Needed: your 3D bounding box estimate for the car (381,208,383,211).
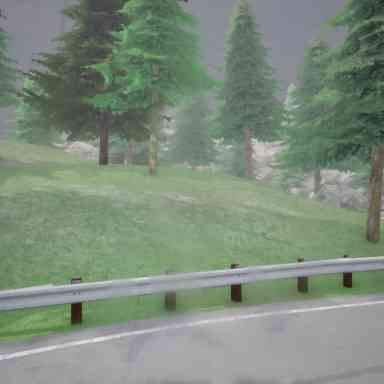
[{"bbox_3d":[16.146,1.563,32.468,2.033,1.411,5.357,0,0,-15],"label":"car"}]
